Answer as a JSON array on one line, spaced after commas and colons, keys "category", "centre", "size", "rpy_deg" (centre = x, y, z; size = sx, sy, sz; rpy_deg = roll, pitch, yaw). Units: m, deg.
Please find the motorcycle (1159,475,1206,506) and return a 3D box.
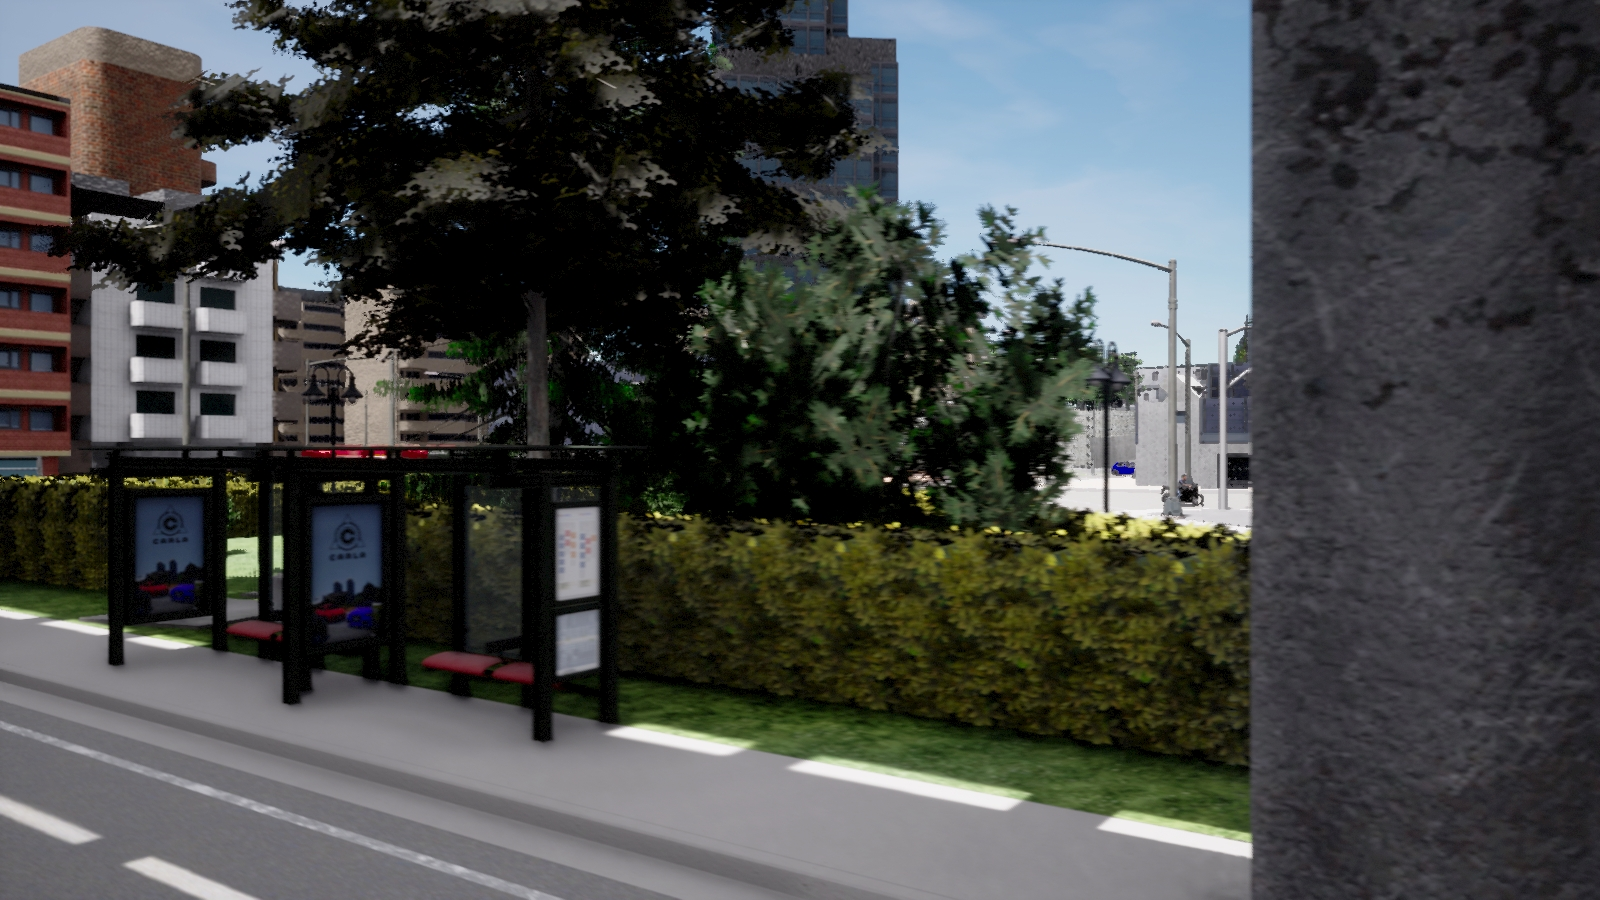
[{"category": "motorcycle", "centre": [18.813, 1.979, 56.173], "size": [2.033, 1.505, 0.803], "rpy_deg": [-1, 0, 35]}]
